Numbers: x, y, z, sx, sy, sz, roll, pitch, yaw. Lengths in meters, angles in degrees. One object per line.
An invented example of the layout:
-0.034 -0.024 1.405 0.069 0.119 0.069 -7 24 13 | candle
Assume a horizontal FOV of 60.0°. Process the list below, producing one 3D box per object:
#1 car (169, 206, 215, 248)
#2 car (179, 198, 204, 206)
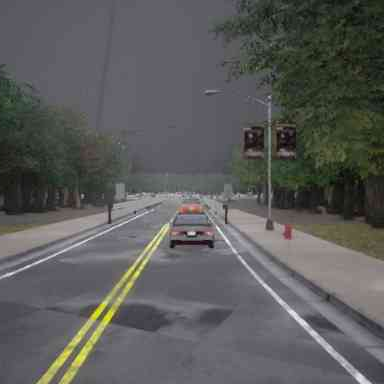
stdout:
-0.010 1.563 14.661 2.033 1.411 5.357 0 0 0 | car
-0.042 1.367 29.633 2.097 1.767 4.553 0 0 0 | car
